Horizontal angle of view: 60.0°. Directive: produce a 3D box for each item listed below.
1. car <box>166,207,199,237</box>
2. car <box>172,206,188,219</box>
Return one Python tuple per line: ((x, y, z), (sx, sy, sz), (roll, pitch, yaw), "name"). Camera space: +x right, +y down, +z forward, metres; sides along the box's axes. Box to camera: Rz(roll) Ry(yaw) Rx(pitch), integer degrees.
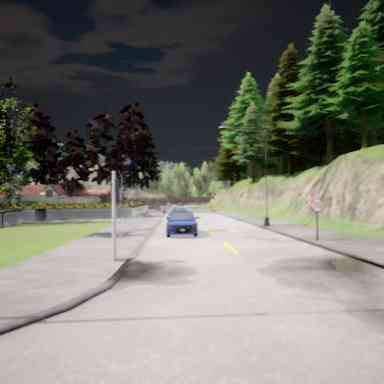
((-0.638, 1.970, 21.572), (1.882, 1.535, 5.008), (-1, -1, -3), "car")
((-1.480, 2.465, 41.352), (1.812, 1.442, 4.674), (-1, -1, -2), "car")
